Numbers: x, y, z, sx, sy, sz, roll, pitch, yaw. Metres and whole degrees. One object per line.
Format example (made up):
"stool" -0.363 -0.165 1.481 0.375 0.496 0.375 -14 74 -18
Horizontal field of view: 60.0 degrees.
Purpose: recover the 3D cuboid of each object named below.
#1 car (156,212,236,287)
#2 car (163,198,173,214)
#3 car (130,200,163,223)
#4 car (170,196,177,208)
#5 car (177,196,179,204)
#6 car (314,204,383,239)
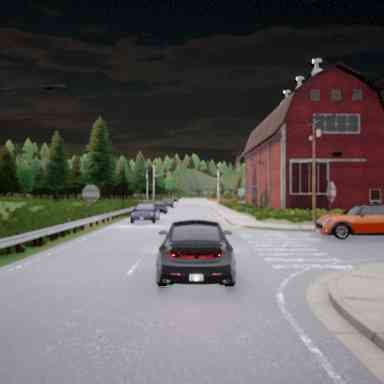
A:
"car" 0.098 1.530 9.333 1.837 1.490 4.892 0 0 0
"car" -3.579 1.643 36.365 2.033 1.411 5.357 0 0 0
"car" -3.587 1.594 26.029 1.812 1.442 4.674 0 0 0
"car" -3.567 1.633 48.652 1.837 1.490 4.892 0 0 0
"car" -3.470 1.451 63.989 1.882 1.535 5.008 0 0 0
"car" 8.650 1.396 16.865 4.553 1.767 2.097 0 0 3
